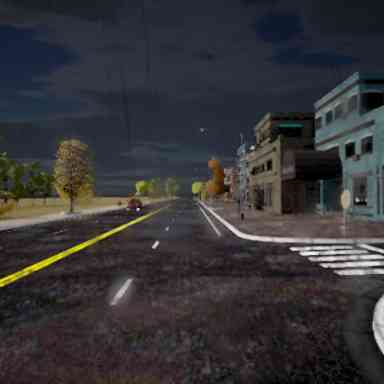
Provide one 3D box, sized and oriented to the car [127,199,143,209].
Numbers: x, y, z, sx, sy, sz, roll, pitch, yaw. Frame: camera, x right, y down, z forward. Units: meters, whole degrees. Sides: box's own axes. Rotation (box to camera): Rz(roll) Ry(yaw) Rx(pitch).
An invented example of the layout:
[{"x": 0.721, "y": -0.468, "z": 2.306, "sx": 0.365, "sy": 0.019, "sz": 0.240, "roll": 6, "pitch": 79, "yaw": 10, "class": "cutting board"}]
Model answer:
[{"x": -9.856, "y": 1.954, "z": 57.383, "sx": 2.097, "sy": 1.767, "sz": 4.553, "roll": 0, "pitch": 0, "yaw": 0, "class": "car"}]
